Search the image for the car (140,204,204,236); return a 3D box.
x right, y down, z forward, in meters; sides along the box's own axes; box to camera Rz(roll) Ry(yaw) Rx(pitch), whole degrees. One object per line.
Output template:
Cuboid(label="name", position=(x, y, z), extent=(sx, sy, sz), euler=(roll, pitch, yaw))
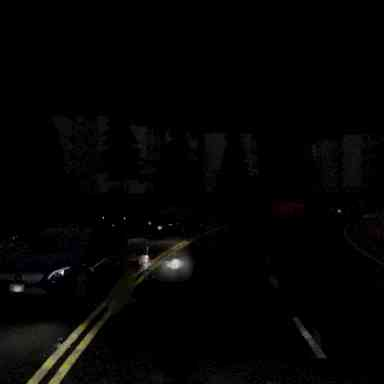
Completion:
Cuboid(label="car", position=(-0.750, 1.485, 18.420), extent=(1.837, 1.490, 4.892), euler=(0, 0, 20))

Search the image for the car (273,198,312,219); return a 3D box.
Cuboid(label="car", position=(8.902, 1.320, 29.245), extent=(2.097, 1.767, 4.553), euler=(0, 0, 39))

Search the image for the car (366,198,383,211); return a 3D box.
Cuboid(label="car", position=(20.932, 1.483, 39.683), extent=(4.674, 1.442, 1.812), euler=(0, 0, -31))

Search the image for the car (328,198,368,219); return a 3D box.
Cuboid(label="car", position=(13.348, 1.534, 28.754), extent=(1.994, 1.385, 4.181), euler=(0, 0, 40))

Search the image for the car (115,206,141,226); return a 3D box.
Cuboid(label="car", position=(-3.718, 1.578, 21.064), extent=(1.895, 1.301, 4.718), euler=(0, 0, 21))

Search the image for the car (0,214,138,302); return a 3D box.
Cuboid(label="car", position=(-2.984, 1.517, 8.479), extent=(1.812, 1.442, 4.674), euler=(0, 0, 6))
